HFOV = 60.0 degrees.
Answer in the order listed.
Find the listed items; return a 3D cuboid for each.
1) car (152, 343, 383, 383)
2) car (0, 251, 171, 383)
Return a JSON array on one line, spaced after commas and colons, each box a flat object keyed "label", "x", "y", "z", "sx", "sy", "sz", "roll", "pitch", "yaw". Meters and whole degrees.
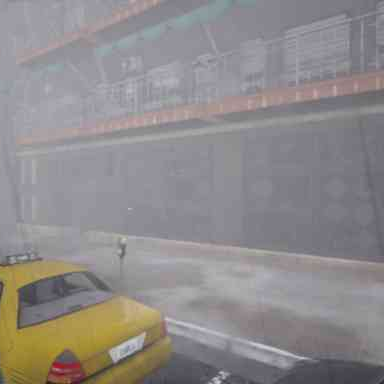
[{"label": "car", "x": 2.113, "y": 1.566, "z": 1.365, "sx": 4.313, "sy": 1.339, "sz": 1.947, "roll": 0, "pitch": 0, "yaw": 35}, {"label": "car", "x": -2.521, "y": 1.525, "z": 4.671, "sx": 4.829, "sy": 1.417, "sz": 1.752, "roll": 0, "pitch": 0, "yaw": 35}]
